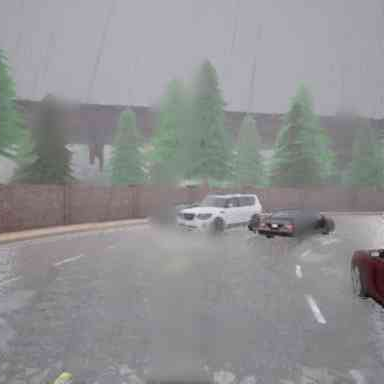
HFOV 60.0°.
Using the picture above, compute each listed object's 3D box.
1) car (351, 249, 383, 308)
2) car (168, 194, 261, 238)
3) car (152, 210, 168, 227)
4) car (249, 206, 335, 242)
[{"bbox_3d":[4.190,1.470,5.322,1.882,1.535,5.008,0,0,8],"label":"car"},{"bbox_3d":[1.623,1.132,17.644,2.150,2.045,5.566,0,0,42],"label":"car"},{"bbox_3d":[-0.260,1.388,20.751,4.892,1.490,1.837,0,-1,-45],"label":"car"},{"bbox_3d":[5.187,1.486,16.118,2.033,1.411,5.357,0,0,41],"label":"car"}]
